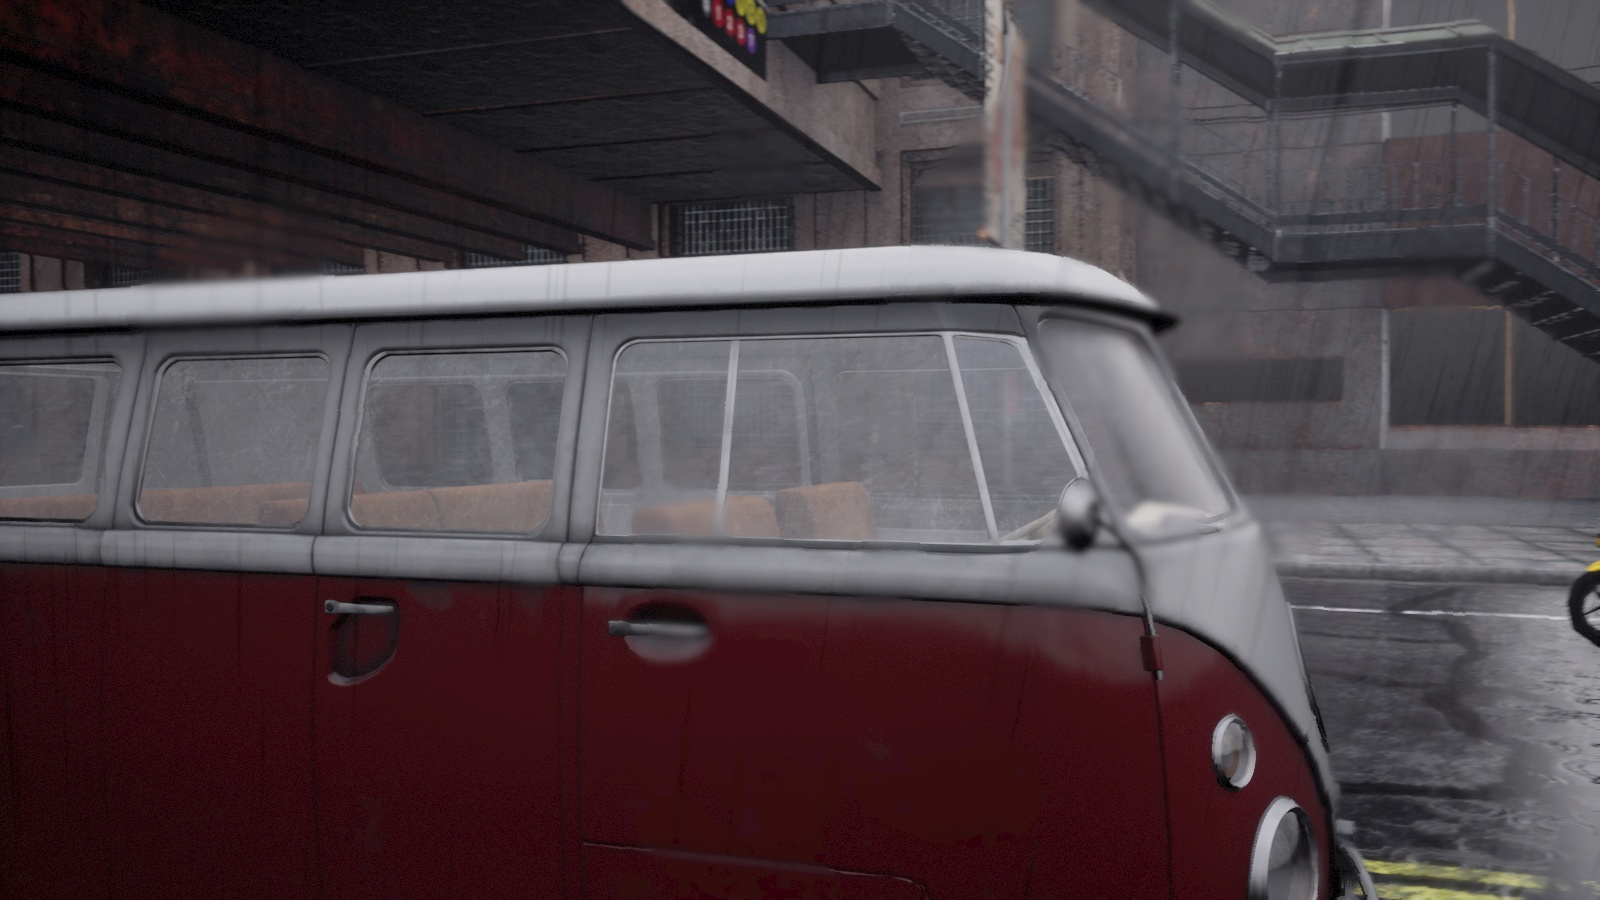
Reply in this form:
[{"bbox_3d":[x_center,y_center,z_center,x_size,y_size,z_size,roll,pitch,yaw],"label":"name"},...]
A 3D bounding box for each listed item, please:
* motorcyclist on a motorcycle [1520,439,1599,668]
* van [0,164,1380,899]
[{"bbox_3d":[6.151,0.696,8.536,2.044,1.523,0.797,1,1,18],"label":"motorcyclist on a motorcycle"},{"bbox_3d":[-0.931,0.519,3.505,4.442,1.987,1.775,1,1,19],"label":"van"}]
